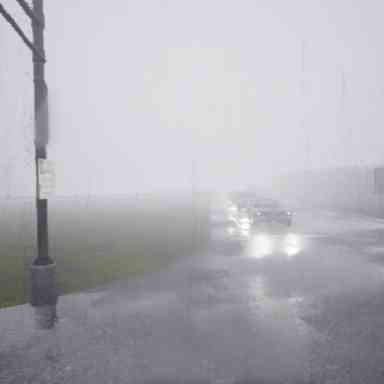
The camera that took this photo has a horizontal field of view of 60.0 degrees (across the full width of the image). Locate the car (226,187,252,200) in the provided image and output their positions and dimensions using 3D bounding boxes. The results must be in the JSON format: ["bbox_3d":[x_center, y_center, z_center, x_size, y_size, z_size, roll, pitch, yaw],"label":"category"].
[{"bbox_3d":[5.159,0.484,36.995,2.128,1.511,4.902,-1,1,4],"label":"car"}]

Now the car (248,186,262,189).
[{"bbox_3d":[9.544,0.203,47.251,2.033,1.411,5.357,-1,1,4],"label":"car"}]

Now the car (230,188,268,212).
[{"bbox_3d":[4.596,0.726,27.651,2.128,1.511,4.902,-1,1,3],"label":"car"}]

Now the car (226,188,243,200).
[{"bbox_3d":[5.887,0.225,46.900,2.128,1.511,4.902,-1,1,5],"label":"car"}]

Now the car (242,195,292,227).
[{"bbox_3d":[4.116,1.072,18.343,1.895,1.301,4.718,-1,1,3],"label":"car"}]

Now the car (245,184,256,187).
[{"bbox_3d":[10.402,-0.435,59.134,2.150,2.045,5.566,-1,1,5],"label":"car"}]
